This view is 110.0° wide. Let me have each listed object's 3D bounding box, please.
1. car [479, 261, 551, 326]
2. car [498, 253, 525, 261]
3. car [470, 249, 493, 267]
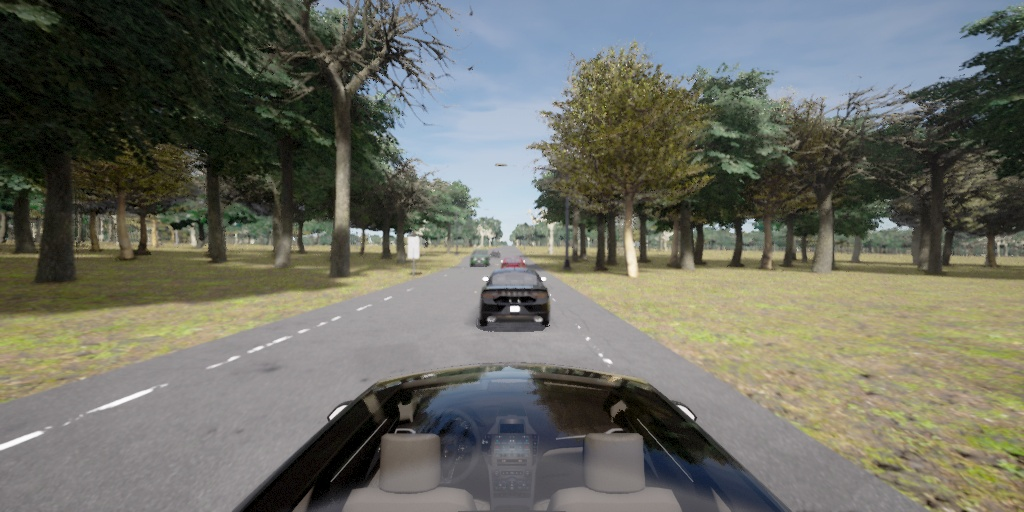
[{"bbox_3d":[0.077,1.087,11.150,1.882,1.535,5.008,0,1,0],"label":"car"},{"bbox_3d":[0.082,0.761,29.228,1.882,1.535,5.008,0,1,0],"label":"car"},{"bbox_3d":[-3.729,0.204,42.548,2.150,2.045,5.566,0,1,-2],"label":"car"}]
